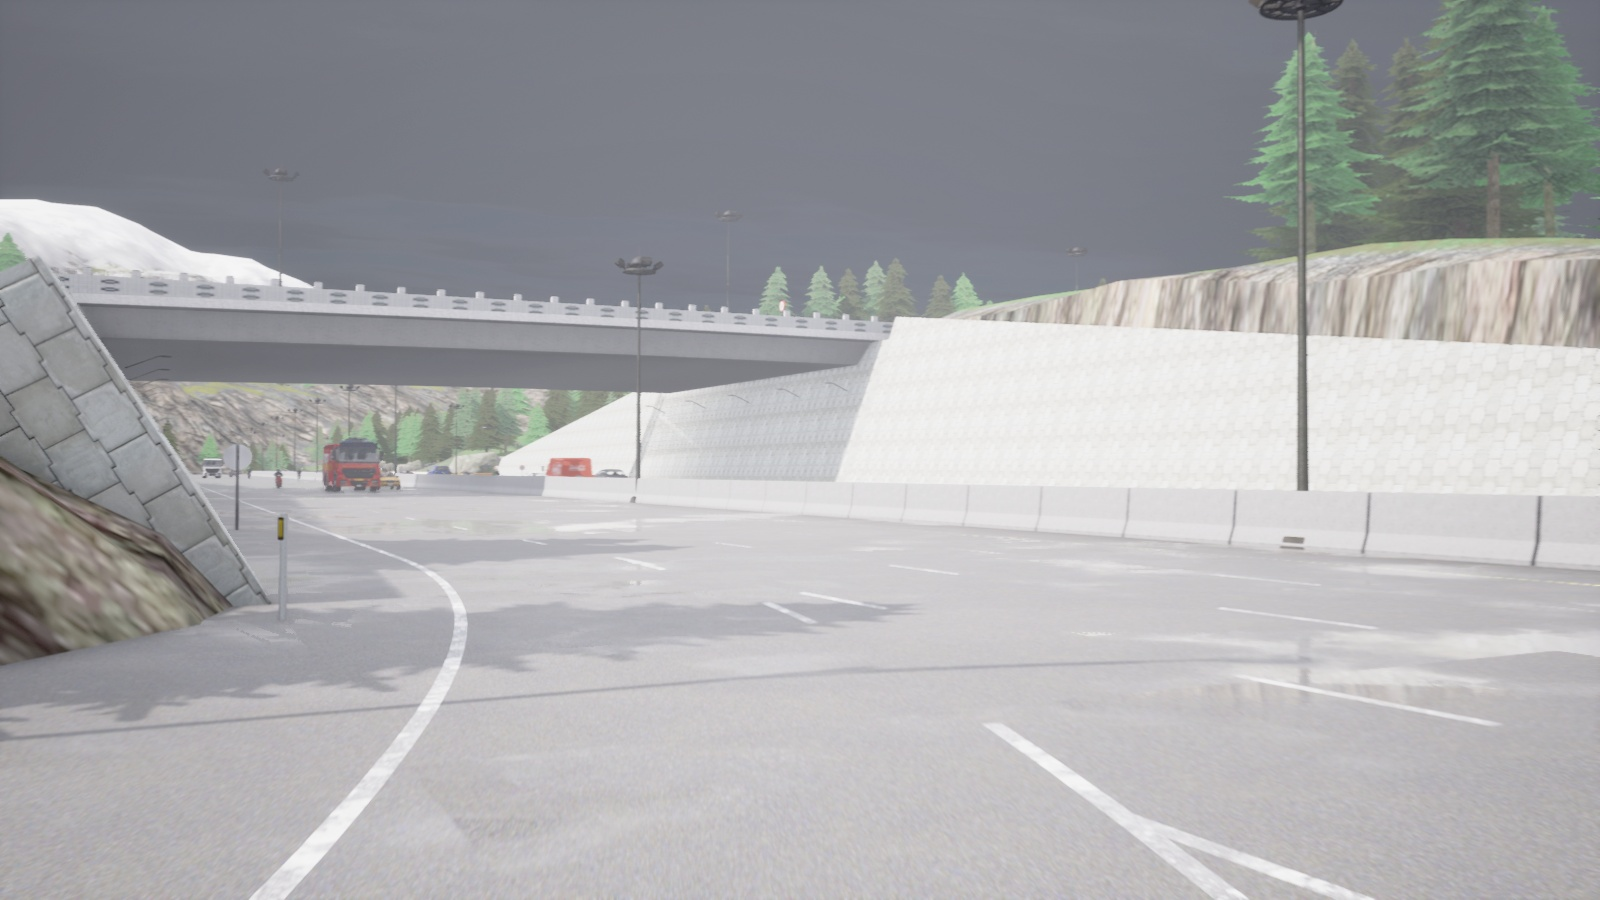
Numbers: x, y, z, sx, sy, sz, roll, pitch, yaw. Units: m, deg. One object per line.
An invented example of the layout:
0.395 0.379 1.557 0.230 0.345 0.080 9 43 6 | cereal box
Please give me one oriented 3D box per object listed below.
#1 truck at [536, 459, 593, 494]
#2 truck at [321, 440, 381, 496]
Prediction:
-17.070 1.929 90.870 2.627 2.467 5.204 0 -1 -27 | truck
-31.952 1.295 89.156 2.891 3.827 8.468 0 -1 -27 | truck
